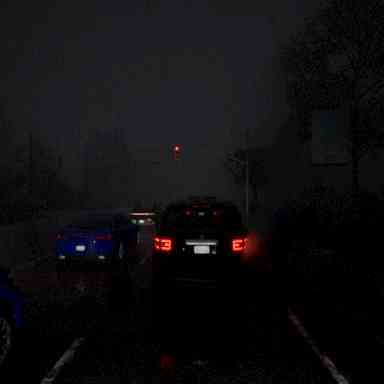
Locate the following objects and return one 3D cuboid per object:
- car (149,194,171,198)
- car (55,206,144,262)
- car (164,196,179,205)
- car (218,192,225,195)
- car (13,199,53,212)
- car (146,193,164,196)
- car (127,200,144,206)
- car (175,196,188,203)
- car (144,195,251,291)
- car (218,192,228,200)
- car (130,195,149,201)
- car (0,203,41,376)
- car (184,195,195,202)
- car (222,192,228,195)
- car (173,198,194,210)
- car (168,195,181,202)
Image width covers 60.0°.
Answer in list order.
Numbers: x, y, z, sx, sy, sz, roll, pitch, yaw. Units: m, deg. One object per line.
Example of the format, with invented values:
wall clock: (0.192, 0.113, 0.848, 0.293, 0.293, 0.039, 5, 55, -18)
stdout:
car: (-4.495, 1.475, 48.612, 1.882, 1.535, 5.008, 0, 0, 6)
car: (-3.171, 1.477, 12.130, 1.882, 1.535, 5.008, 0, 0, 2)
car: (-3.459, 1.523, 57.872, 1.812, 1.442, 4.674, 0, 0, 7)
car: (0.593, 1.221, 19.525, 2.150, 2.045, 5.566, 0, 0, 2)
car: (-18.189, 1.524, 37.645, 4.674, 1.442, 1.812, 0, 0, 6)
car: (-7.001, 1.219, 57.779, 2.150, 2.045, 5.566, 0, 0, 7)
car: (-2.810, 1.491, 21.622, 2.128, 1.511, 4.902, 0, 0, 2)
car: (-2.111, 1.561, 67.862, 1.994, 1.385, 4.181, 0, 0, 9)
car: (0.252, 1.221, 9.193, 2.150, 2.045, 5.566, 0, 0, 1)
car: (8.382, 1.089, 88.590, 2.150, 2.045, 5.566, 0, 0, 11)
car: (-8.025, 1.562, 48.479, 1.994, 1.385, 4.181, 0, 0, 6)
car: (-3.363, 1.221, 2.145, 2.150, 2.045, 5.566, 0, 0, 0)
car: (-0.550, 1.474, 78.121, 1.882, 1.535, 5.008, 0, 0, 9)
car: (6.597, 1.346, 78.424, 2.097, 1.767, 4.553, 0, 0, 10)
car: (-1.105, 1.524, 44.294, 1.812, 1.442, 4.674, 1, 0, 11)
car: (-4.066, 1.521, 78.304, 2.128, 1.511, 4.902, 0, 0, 9)
